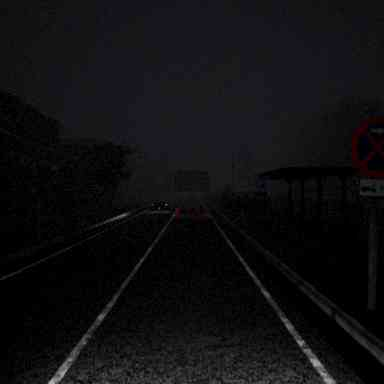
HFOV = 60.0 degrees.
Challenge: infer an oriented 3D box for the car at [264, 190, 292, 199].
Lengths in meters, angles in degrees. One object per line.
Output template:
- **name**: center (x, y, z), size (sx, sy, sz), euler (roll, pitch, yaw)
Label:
- **car**: center (18.802, 0.490, 72.898), size (5.566, 2.045, 2.435), euler (0, 1, 0)

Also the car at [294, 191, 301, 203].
- **car**: center (18.796, 1.086, 50.694), size (5.008, 1.535, 2.097), euler (0, 1, 0)

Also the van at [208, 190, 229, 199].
- **van**: center (5.811, 0.526, 72.374), size (4.442, 1.987, 1.878), euler (0, 1, 0)

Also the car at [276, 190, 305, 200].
- **car**: center (18.759, 0.684, 61.796), size (5.566, 2.045, 2.435), euler (0, 1, 0)

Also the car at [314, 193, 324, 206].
- **car**: center (18.816, 1.173, 42.366), size (5.008, 1.535, 2.097), euler (0, 1, 0)

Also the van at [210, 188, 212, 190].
- **van**: center (5.821, 0.677, 63.967), size (4.442, 1.987, 1.878), euler (0, 1, 0)

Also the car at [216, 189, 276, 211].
- **car**: center (5.711, 0.989, 35.926), size (5.566, 2.045, 2.435), euler (0, 1, 0)

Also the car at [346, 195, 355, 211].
- **car**: center (18.851, 1.287, 34.040), size (4.792, 1.488, 2.163), euler (0, 1, 0)

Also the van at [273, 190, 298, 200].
- **van**: center (18.897, 0.615, 67.349), size (4.442, 1.987, 1.878), euler (0, 1, 0)

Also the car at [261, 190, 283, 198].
- **car**: center (18.797, 0.515, 78.452), size (4.553, 1.767, 2.185), euler (0, 1, 0)

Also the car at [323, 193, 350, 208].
- **car**: center (18.820, 1.201, 39.591), size (5.008, 1.535, 2.097), euler (0, 1, 0)

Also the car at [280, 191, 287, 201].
- **car**: center (18.819, 1.008, 59.026), size (4.792, 1.488, 2.163), euler (0, 1, 0)

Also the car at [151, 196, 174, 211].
- **car**: center (-3.342, 1.354, 36.151), size (1.895, 1.301, 4.718), euler (0, 1, 0)

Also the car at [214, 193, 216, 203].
- **car**: center (5.551, 1.209, 38.732), size (5.366, 1.575, 1.946), euler (0, 1, 0)

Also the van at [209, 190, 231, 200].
- **van**: center (5.814, 0.576, 69.571), size (4.442, 1.987, 1.878), euler (0, 1, 0)

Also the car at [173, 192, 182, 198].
- **car**: center (-3.241, 0.672, 77.200), size (1.994, 1.385, 4.181), euler (0, 1, 0)

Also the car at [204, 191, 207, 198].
- **car**: center (5.673, 0.601, 66.767), size (5.566, 2.045, 2.435), euler (0, 1, 0)

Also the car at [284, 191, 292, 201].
- **car**: center (18.764, 1.050, 56.243), size (4.792, 1.488, 2.163), euler (0, 1, 0)

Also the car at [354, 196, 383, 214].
- **car**: center (18.639, 1.283, 31.265), size (5.366, 1.575, 1.946), euler (0, 1, 0)

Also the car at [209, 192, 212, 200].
- **car**: center (5.744, 1.060, 55.554), size (4.792, 1.488, 2.163), euler (0, 1, 0)

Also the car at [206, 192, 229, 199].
- **car**: center (5.684, 0.702, 75.181), size (4.892, 1.521, 2.231), euler (0, 1, 0)

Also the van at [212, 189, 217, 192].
- **van**: center (5.606, 0.871, 49.946), size (4.442, 1.987, 1.878), euler (0, 1, 0)

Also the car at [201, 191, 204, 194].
- **car**: center (5.652, 0.299, 83.585), size (5.566, 2.045, 2.435), euler (0, 1, 0)

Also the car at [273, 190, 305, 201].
- **car**: center (18.812, 0.639, 64.573), size (5.566, 2.045, 2.435), euler (0, 1, 0)

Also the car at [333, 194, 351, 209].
- **car**: center (18.825, 1.231, 36.815), size (4.892, 1.521, 2.231), euler (0, 1, 0)

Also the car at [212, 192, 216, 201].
- **car**: center (5.720, 1.126, 47.142), size (5.008, 1.535, 2.097), euler (0, 1, 0)

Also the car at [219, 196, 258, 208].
- **car**: center (5.735, 1.223, 41.536), size (4.674, 1.452, 2.002), euler (0, 1, 0)

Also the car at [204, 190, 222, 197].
- **car**: center (5.642, 0.324, 89.193), size (4.553, 1.767, 2.185), euler (0, 1, 0)

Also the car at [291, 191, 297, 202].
- **car**: center (18.982, 1.050, 53.471), size (5.366, 1.575, 1.946), euler (0, 1, 0)

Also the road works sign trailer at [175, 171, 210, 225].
- **road works sign trailer**: center (0.029, 0.350, 23.161), size (2.380, 3.560, 2.880), euler (0, 1, 2)

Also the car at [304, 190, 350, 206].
- **car**: center (18.779, 0.894, 45.139), size (5.566, 2.045, 2.435), euler (0, 1, 0)

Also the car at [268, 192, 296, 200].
- **car**: center (18.963, 0.788, 70.127), size (5.366, 1.575, 1.946), euler (0, 1, 0)

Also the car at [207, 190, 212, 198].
- **car**: center (5.714, 0.948, 61.164), size (4.892, 1.521, 2.231), euler (0, 1, 0)
